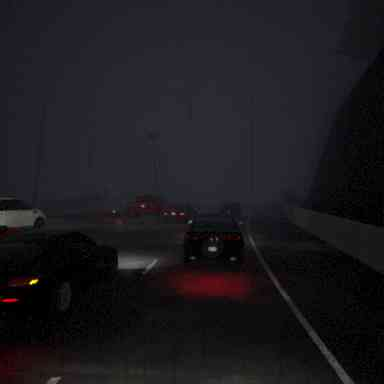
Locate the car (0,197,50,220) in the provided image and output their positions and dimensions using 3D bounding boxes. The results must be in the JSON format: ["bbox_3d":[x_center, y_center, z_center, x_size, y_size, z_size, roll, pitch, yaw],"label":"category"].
[{"bbox_3d":[-9.329,1.233,16.045,2.150,2.045,5.566,0,0,6],"label":"car"}]

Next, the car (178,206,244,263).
[{"bbox_3d":[0.833,1.500,12.106,1.882,1.535,5.008,0,0,5],"label":"car"}]

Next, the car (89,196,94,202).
[{"bbox_3d":[-13.157,1.590,50.238,1.812,1.442,4.674,0,0,17],"label":"car"}]

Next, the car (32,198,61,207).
[{"bbox_3d":[-23.201,1.615,53.268,1.994,1.385,4.181,0,0,17],"label":"car"}]

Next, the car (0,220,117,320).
[{"bbox_3d":[-3.086,1.533,7.301,1.812,1.442,4.674,0,0,4],"label":"car"}]

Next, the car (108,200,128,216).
[{"bbox_3d":[-6.660,1.571,32.604,1.812,1.442,4.674,0,0,12],"label":"car"}]

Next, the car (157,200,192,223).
[{"bbox_3d":[-0.850,1.591,25.885,2.033,1.411,5.357,0,0,10],"label":"car"}]

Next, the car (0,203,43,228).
[{"bbox_3d":[-6.446,1.356,9.261,2.097,1.767,4.553,0,0,4],"label":"car"}]

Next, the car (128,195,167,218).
[{"bbox_3d":[-3.553,1.268,30.387,2.150,2.045,5.566,0,0,11],"label":"car"}]

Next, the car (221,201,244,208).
[{"bbox_3d":[3.621,1.551,30.461,2.128,1.511,4.902,0,0,12],"label":"car"}]

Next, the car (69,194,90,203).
[{"bbox_3d":[-16.216,1.287,52.228,2.150,2.045,5.566,0,-1,17],"label":"car"}]
